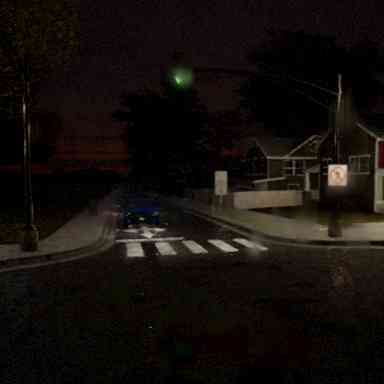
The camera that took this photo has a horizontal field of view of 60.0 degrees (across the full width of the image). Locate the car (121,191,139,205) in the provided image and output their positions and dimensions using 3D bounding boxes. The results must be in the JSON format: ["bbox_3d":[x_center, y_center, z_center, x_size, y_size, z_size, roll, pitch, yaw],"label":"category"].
[{"bbox_3d":[-7.497,0.675,39.935,2.033,1.411,5.357,0,1,-12],"label":"car"}]

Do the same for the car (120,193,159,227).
[{"bbox_3d":[-3.093,1.049,19.475,1.882,1.535,5.008,0,1,-12],"label":"car"}]
